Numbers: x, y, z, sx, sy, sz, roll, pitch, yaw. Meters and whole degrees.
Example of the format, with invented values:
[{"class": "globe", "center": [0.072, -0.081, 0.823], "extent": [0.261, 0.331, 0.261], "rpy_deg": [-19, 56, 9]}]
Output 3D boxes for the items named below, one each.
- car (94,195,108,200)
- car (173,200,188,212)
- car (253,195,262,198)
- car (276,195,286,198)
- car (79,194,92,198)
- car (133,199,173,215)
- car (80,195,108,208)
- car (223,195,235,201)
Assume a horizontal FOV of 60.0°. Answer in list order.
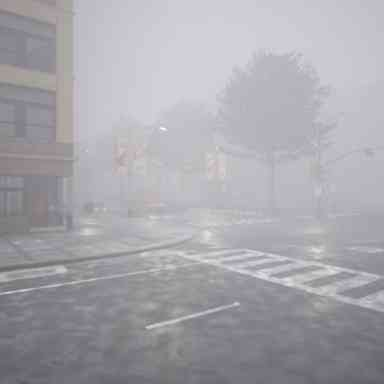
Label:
[{"class": "car", "center": [-24.073, 1.513, 87.966], "extent": [1.895, 1.301, 4.718], "rpy_deg": [0, 0, -36]}, {"class": "car", "center": [-2.399, 1.601, 38.013], "extent": [1.895, 1.301, 4.718], "rpy_deg": [0, 0, -36]}, {"class": "car", "center": [17.500, 1.463, 83.138], "extent": [1.895, 1.301, 4.718], "rpy_deg": [0, 0, -36]}, {"class": "car", "center": [18.329, 1.320, 69.205], "extent": [2.002, 1.452, 4.674], "rpy_deg": [0, 0, -36]}, {"class": "car", "center": [-26.878, 1.273, 85.873], "extent": [2.097, 1.767, 4.553], "rpy_deg": [0, 0, -36]}, {"class": "car", "center": [-4.416, 1.477, 34.824], "extent": [1.882, 1.535, 5.008], "rpy_deg": [0, 0, -36]}, {"class": "car", "center": [-14.317, 1.613, 48.739], "extent": [2.033, 1.411, 5.357], "rpy_deg": [0, 0, -36]}, {"class": "car", "center": [7.850, 1.413, 76.686], "extent": [2.161, 1.482, 4.786], "rpy_deg": [0, 0, -36]}]
